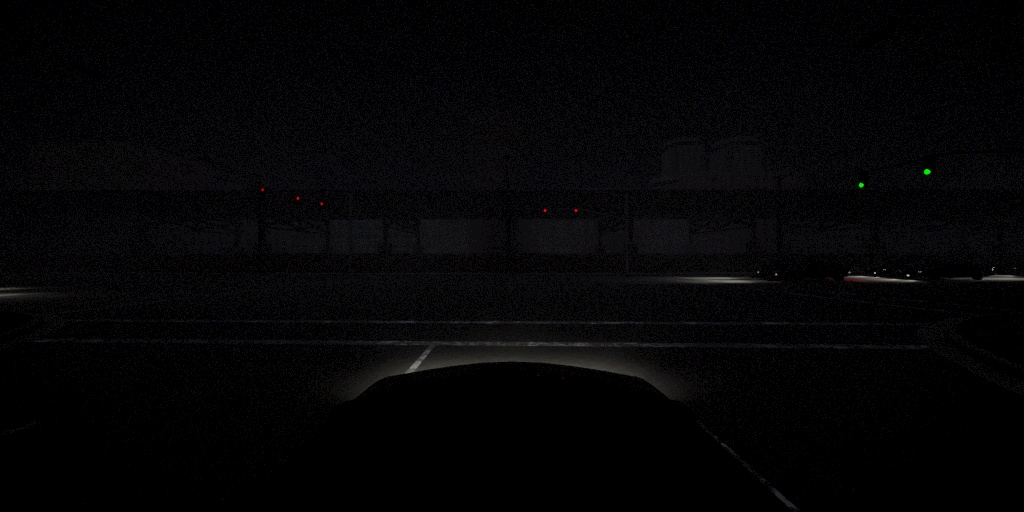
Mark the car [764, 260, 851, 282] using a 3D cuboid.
[{"bbox_3d":[22.053,1.070,26.531,4.902,1.511,2.128,-1,0,1],"label":"car"}]

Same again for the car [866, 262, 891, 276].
[{"bbox_3d":[32.850,0.991,29.754,5.357,1.411,2.033,-1,0,1],"label":"car"}]

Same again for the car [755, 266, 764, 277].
[{"bbox_3d":[23.110,1.056,30.011,4.902,1.511,2.128,-1,0,2],"label":"car"}]

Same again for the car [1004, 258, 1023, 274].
[{"bbox_3d":[43.071,0.824,29.479,5.357,1.411,2.033,-1,0,1],"label":"car"}]

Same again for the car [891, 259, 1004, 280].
[{"bbox_3d":[31.761,1.010,26.282,5.357,1.411,2.033,-1,0,1],"label":"car"}]
